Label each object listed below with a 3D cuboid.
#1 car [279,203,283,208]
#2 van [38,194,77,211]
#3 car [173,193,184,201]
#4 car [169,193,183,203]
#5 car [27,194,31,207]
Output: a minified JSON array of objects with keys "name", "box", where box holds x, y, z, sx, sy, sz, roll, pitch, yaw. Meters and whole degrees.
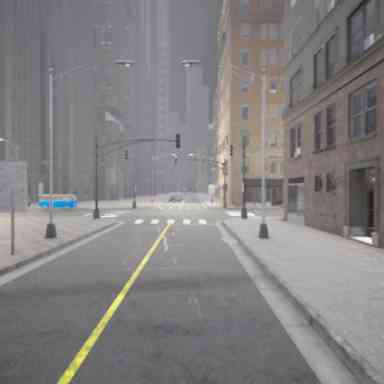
[{"name":"car","box":[12.133,1.286,36.945,4.829,1.417,1.752,0,0,-1]},{"name":"van","box":[-14.710,1.149,36.548,3.998,1.788,1.690,0,0,-1]},{"name":"car","box":[-2.966,1.076,74.408,2.128,1.511,4.902,0,0,0]},{"name":"car","box":[-3.013,1.210,58.950,1.994,1.385,4.181,0,0,1]},{"name":"car","box":[-20.351,1.123,36.464,5.009,1.841,2.192,0,0,-1]}]
